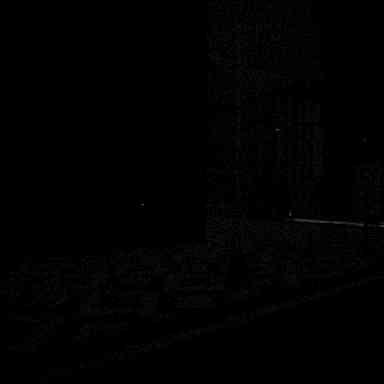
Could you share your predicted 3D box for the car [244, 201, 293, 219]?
[{"bbox_3d":[6.823,1.597,29.895,2.128,1.511,4.902,1,0,-36],"label":"car"}]
